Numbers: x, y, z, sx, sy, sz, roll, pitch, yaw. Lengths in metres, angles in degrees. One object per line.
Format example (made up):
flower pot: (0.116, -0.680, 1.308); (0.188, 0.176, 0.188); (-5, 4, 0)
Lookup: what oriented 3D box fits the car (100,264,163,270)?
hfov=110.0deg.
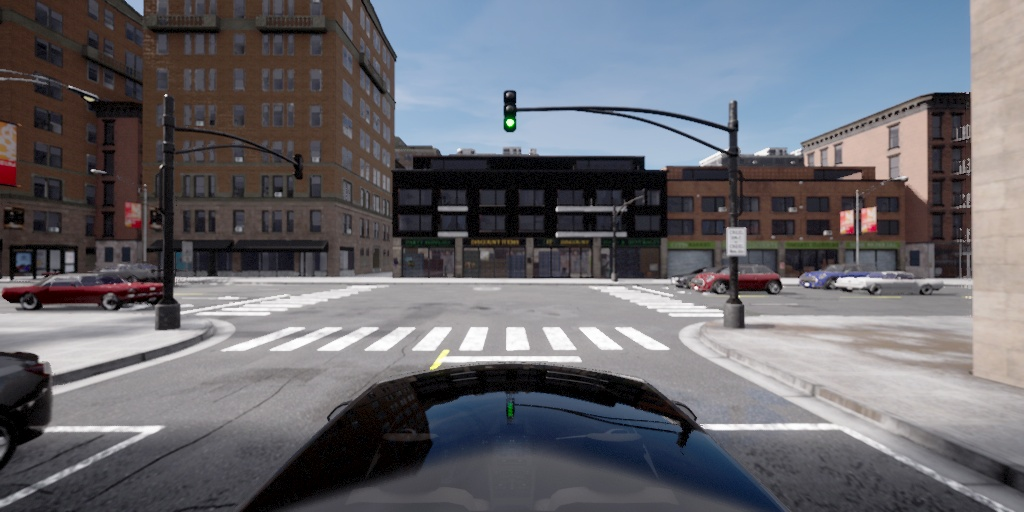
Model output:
car: (-25.572, 1.264, 23.765); (4.902, 1.511, 2.128); (0, 0, -1)

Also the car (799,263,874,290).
car: (22.202, 1.354, 24.284); (4.553, 1.767, 2.097); (0, 0, -1)

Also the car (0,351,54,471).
car: (-5.385, 1.317, 1.729); (1.948, 1.339, 4.313); (0, 0, 0)

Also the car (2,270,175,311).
car: (-16.173, 1.356, 13.913); (4.718, 1.301, 1.895); (0, 0, -1)

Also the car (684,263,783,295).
car: (12.977, 1.288, 20.933); (4.553, 1.767, 2.097); (0, 0, -1)

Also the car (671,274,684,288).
car: (13.223, 1.482, 24.186); (4.674, 1.442, 1.812); (0, 0, -1)

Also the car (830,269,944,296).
car: (21.964, 1.582, 21.027); (4.718, 1.301, 1.895); (0, 0, -1)
